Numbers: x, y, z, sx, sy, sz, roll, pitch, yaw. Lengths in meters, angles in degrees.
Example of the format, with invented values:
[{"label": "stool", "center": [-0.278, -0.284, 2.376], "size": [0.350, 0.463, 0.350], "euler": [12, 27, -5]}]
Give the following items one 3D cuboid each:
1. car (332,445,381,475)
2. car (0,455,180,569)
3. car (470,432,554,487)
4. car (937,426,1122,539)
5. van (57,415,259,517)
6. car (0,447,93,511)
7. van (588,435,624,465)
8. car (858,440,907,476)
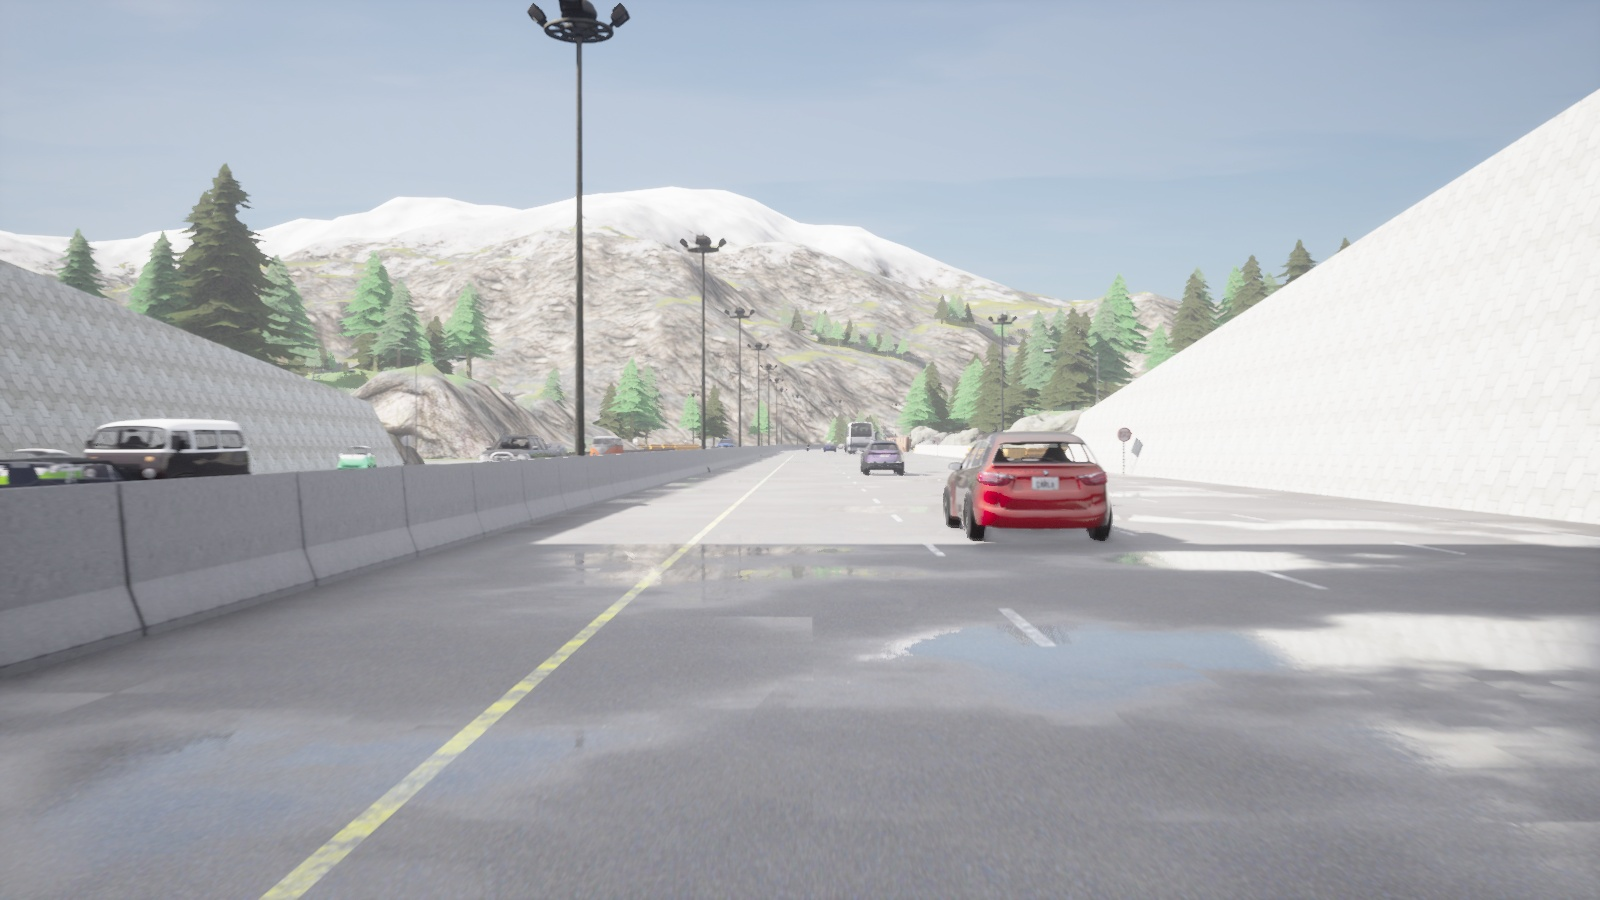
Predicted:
[{"label": "car", "center": [-20.628, 0.455, 58.455], "size": [1.481, 1.376, 2.207], "euler": [0, 0, 0]}, {"label": "car", "center": [-10.383, 0.744, 16.722], "size": [1.895, 1.301, 4.718], "euler": [0, 0, 0]}, {"label": "car", "center": [-10.211, 0.302, 44.883], "size": [1.932, 1.855, 4.605], "euler": [0, 0, 0]}, {"label": "car", "center": [3.642, 0.476, 20.851], "size": [2.242, 1.667, 4.611], "euler": [0, 0, 0]}, {"label": "van", "center": [-13.818, 0.304, 27.377], "size": [2.069, 2.038, 4.480], "euler": [0, 0, 0]}, {"label": "car", "center": [-17.312, 0.627, 28.325], "size": [1.481, 1.376, 2.207], "euler": [0, 0, 0]}, {"label": "van", "center": [-13.451, -0.004, 87.331], "size": [1.775, 1.987, 4.442], "euler": [0, 0, 0]}, {"label": "car", "center": [3.880, 0.343, 59.784], "size": [2.033, 1.649, 4.856], "euler": [0, 0, 0]}]
